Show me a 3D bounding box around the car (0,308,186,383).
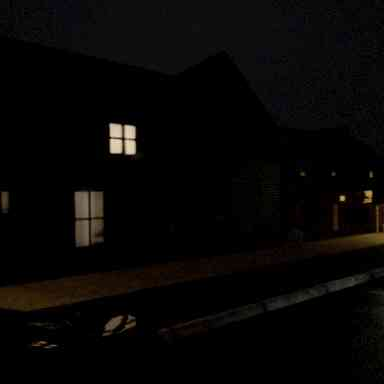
[{"bbox_3d":[-2.318,1.478,1.416,5.008,1.535,1.882,0,0,-35],"label":"car"}]
